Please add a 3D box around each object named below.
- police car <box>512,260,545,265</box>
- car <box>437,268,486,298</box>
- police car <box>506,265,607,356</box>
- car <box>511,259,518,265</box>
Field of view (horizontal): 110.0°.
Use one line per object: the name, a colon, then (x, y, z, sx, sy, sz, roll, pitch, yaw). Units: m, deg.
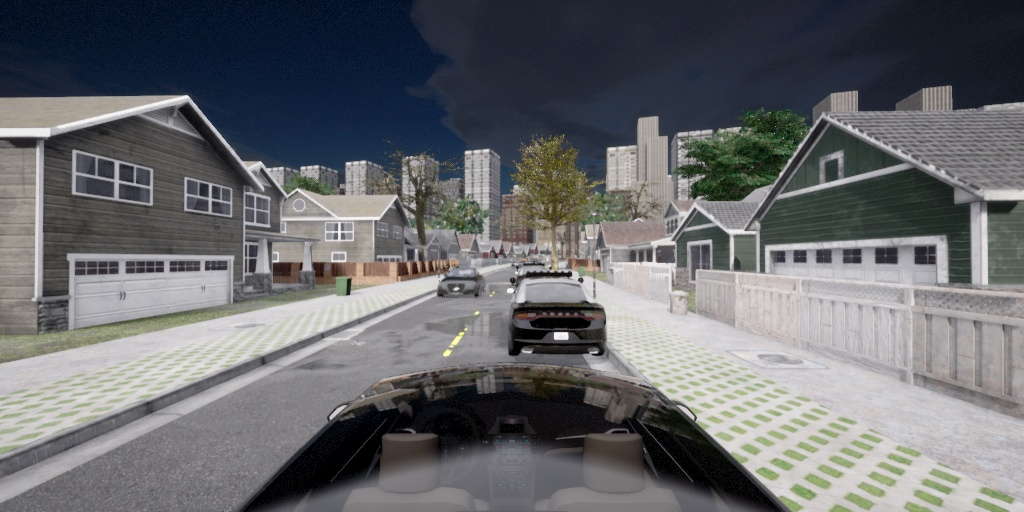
police car: (1.166, 1.181, 18.714, 1.930, 1.638, 5.238, 0, 0, 2)
car: (-2.485, 1.321, 18.417, 1.994, 1.385, 4.181, 0, 0, 2)
police car: (0.891, 1.177, 8.762, 1.930, 1.638, 5.238, 0, 0, 1)
car: (0.922, 1.293, 61.062, 2.128, 1.511, 4.902, 0, 0, 7)
